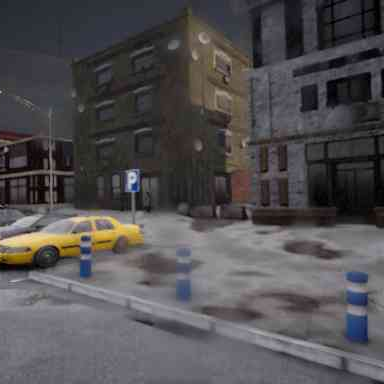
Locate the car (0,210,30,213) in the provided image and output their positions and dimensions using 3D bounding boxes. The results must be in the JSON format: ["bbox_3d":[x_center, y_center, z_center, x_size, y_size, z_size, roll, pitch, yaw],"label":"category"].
[{"bbox_3d":[-6.220,1.617,13.622,2.002,1.452,4.674,-1,-1,36],"label":"car"}]

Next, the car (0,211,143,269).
[{"bbox_3d":[-4.113,1.554,11.834,1.946,1.575,5.366,0,-1,36],"label":"car"}]

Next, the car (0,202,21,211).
[{"bbox_3d":[-8.460,1.473,15.230,2.185,1.767,4.553,-1,-1,36],"label":"car"}]
